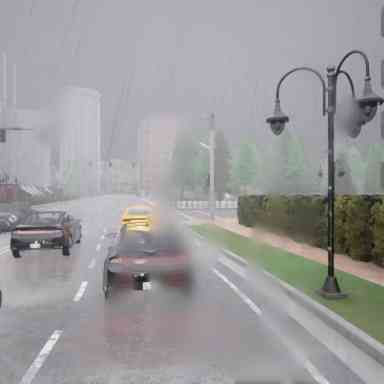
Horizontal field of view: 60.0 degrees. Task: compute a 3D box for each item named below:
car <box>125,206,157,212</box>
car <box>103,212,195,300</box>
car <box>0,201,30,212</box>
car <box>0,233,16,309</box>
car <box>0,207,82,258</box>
[{"bbox_3d":[-2.817,1.478,17.794,1.882,1.535,5.008,0,0,-10],"label":"car"},{"bbox_3d":[-1.125,1.492,8.451,2.128,1.511,4.902,0,0,-9],"label":"car"},{"bbox_3d":[-10.289,1.351,18.632,2.097,1.767,4.553,0,0,-12],"label":"car"},{"bbox_3d":[-3.972,1.526,3.761,1.812,1.442,4.674,0,0,-6],"label":"car"},{"bbox_3d":[-5.450,1.491,12.904,2.128,1.511,4.902,0,0,-12],"label":"car"}]
